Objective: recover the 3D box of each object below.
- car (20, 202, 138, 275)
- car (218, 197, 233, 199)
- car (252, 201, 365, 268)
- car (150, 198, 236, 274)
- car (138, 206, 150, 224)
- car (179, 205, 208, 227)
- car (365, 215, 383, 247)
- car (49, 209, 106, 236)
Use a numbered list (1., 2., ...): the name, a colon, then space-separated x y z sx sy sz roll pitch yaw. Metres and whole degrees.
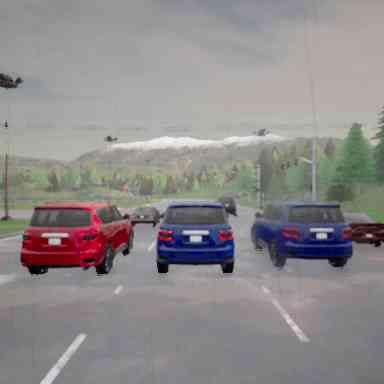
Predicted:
1. car: -3.404 1.330 10.924 2.150 2.045 5.566 0 0 0
2. car: 3.594 1.575 37.069 2.150 2.045 5.566 0 -1 0
3. car: 3.609 1.336 11.892 2.150 2.045 5.566 0 -1 0
4. car: 0.094 1.325 11.074 2.150 2.045 5.566 0 -1 0
5. car: -3.403 1.789 25.151 2.033 1.411 5.357 0 -1 0
6. car: 0.095 1.797 25.976 2.033 1.411 5.357 0 -1 0
7. car: 7.097 1.630 15.799 1.882 1.535 5.008 0 -1 0
8. car: -6.904 1.799 20.637 1.895 1.301 4.718 0 -1 0
